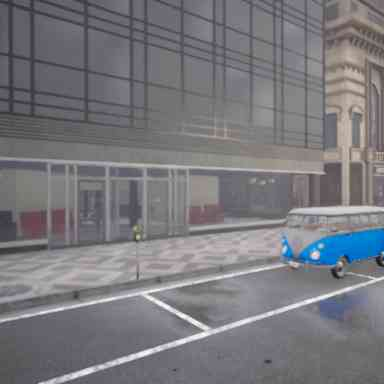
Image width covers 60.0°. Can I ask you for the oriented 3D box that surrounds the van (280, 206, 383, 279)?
[{"bbox_3d":[4.318,1.322,9.713,3.998,1.788,1.690,0,0,-35],"label":"van"}]
